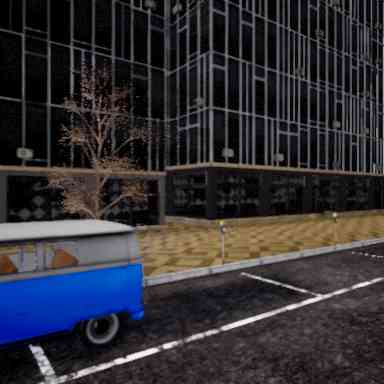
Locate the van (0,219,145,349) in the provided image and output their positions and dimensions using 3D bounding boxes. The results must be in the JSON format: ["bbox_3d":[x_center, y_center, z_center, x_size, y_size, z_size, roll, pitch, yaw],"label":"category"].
[{"bbox_3d":[-2.643,1.341,4.673,3.998,1.788,1.690,0,0,-35],"label":"van"}]
